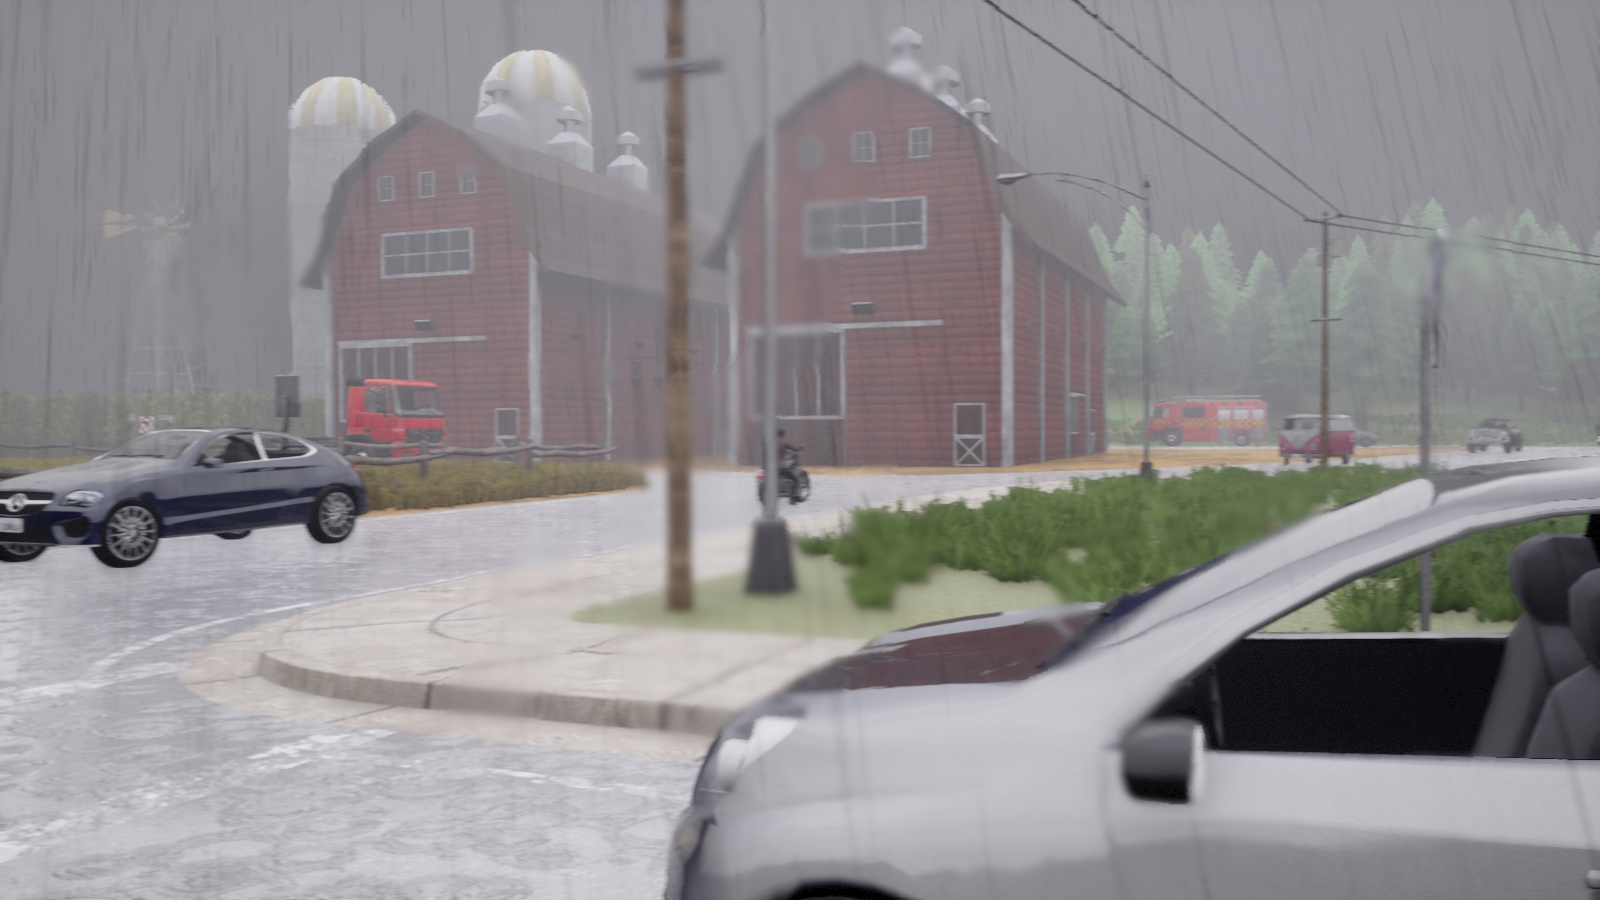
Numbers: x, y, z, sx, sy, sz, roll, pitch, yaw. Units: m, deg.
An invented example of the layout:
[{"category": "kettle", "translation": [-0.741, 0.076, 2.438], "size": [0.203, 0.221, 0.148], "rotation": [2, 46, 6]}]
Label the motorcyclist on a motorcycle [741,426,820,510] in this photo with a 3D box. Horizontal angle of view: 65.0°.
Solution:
[{"category": "motorcyclist on a motorcycle", "translation": [-0.379, 0.342, 26.056], "size": [0.766, 1.649, 2.350], "rotation": [1, 1, 23]}]

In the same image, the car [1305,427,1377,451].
[{"category": "car", "translation": [38.001, -0.803, 88.303], "size": [4.611, 1.667, 2.242], "rotation": [1, 1, 23]}]

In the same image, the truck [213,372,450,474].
[{"category": "truck", "translation": [-16.784, -0.964, 45.017], "size": [7.936, 3.462, 2.891], "rotation": [1, 1, 20]}]

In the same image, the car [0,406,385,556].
[{"category": "car", "translation": [-8.068, 0.301, 16.572], "size": [2.152, 1.651, 5.027], "rotation": [1, 1, 22]}]

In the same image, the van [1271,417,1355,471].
[{"category": "van", "translation": [19.864, -0.253, 48.526], "size": [1.775, 1.987, 4.442], "rotation": [0, 1, 39]}]

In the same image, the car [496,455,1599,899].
[{"category": "car", "translation": [1.414, 0.801, 2.730], "size": [3.633, 1.501, 1.845], "rotation": [1, 1, 22]}]

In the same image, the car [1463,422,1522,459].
[{"category": "car", "translation": [36.443, -0.516, 66.031], "size": [1.932, 1.855, 4.605], "rotation": [1, 1, 39]}]
